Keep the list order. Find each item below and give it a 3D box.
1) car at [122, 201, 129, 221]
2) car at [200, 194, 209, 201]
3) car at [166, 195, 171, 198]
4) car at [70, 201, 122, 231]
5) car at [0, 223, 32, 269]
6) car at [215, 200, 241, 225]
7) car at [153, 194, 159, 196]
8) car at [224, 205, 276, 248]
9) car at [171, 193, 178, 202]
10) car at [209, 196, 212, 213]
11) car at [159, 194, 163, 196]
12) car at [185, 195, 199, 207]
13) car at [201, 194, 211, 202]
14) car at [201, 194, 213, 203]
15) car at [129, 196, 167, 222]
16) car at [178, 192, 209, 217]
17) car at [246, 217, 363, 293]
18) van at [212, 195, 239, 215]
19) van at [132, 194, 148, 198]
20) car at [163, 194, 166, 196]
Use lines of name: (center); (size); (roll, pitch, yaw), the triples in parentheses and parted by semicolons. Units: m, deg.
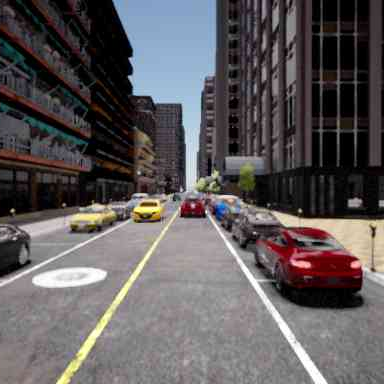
car: (-5.696, 1.388, 25.377); (2.008, 1.369, 4.403); (0, 0, 0)
car: (2.672, 1.118, 70.856); (1.752, 1.417, 4.829); (0, 0, 0)
car: (-5.706, 1.144, 64.852); (1.752, 1.417, 4.829); (0, 0, 0)
car: (-5.694, 1.397, 19.543); (1.752, 1.417, 4.829); (0, 0, 0)
car: (-5.691, 1.491, 8.388); (2.008, 1.369, 4.403); (0, 0, 0)
car: (2.686, 1.421, 19.715); (2.008, 1.369, 4.403); (0, 0, 0)
car: (-5.700, 1.265, 42.199); (1.752, 1.417, 4.829); (0, 0, 0)
car: (2.687, 1.455, 14.053); (2.008, 1.369, 4.403); (0, 0, 0)
car: (-3.027, 1.111, 65.900); (1.837, 1.490, 4.892); (0, 0, 0)
car: (2.683, 1.349, 31.043); (1.887, 1.381, 4.507); (0, 0, 0)
car: (-5.702, 1.272, 48.034); (1.947, 1.339, 4.313); (0, 0, 0)
car: (0.058, 1.201, 44.951); (1.882, 1.535, 5.008); (0, 0, 1)
car: (2.674, 1.163, 65.024); (1.887, 1.381, 4.507); (0, 0, 0)
car: (2.675, 1.084, 59.362); (1.967, 1.590, 4.097); (0, 0, 0)
car: (-3.106, 1.319, 24.647); (1.882, 1.535, 5.008); (0, 0, 0)
car: (0.090, 1.168, 28.905); (2.097, 1.767, 4.553); (0, 0, 0)
car: (2.689, 1.522, 8.390); (1.802, 1.307, 4.206); (0, 0, 0)
van: (2.685, 1.178, 25.378); (1.690, 1.788, 3.998); (0, 0, 0)
van: (-5.698, 1.113, 36.704); (1.690, 1.788, 3.998); (0, 0, 0)
car: (-5.703, 1.114, 53.695); (1.967, 1.590, 4.097); (0, 0, 0)
